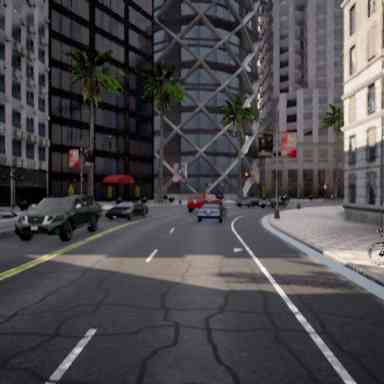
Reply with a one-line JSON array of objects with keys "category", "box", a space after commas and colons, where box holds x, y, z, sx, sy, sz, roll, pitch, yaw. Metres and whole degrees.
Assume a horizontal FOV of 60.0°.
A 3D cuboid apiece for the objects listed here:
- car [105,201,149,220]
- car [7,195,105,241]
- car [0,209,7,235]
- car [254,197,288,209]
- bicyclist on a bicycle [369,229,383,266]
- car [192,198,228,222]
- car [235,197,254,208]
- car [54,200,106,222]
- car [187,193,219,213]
[{"category": "car", "box": [-5.159, 1.460, 27.211, 2.033, 1.411, 5.357, 0, 0, 13]}, {"category": "car", "box": [-6.457, 1.167, 16.743, 2.150, 2.045, 5.566, 0, 0, 4]}, {"category": "car", "box": [-9.974, 1.549, 16.202, 1.895, 1.301, 4.718, 0, 0, 3]}, {"category": "car", "box": [10.584, 1.407, 43.217, 2.033, 1.411, 5.357, 0, 0, 41]}, {"category": "bicyclist on a bicycle", "box": [5.779, 1.270, 9.307, 1.656, 1.620, 0.582, 0, 0, 2]}, {"category": "car", "box": [1.671, 1.465, 25.528, 2.033, 1.411, 5.357, 0, 0, 11]}, {"category": "car", "box": [7.974, 1.400, 45.682, 2.033, 1.411, 5.357, 0, 0, 42]}, {"category": "car", "box": [-8.797, 1.440, 26.597, 1.812, 1.442, 4.674, 0, 0, 12]}, {"category": "car", "box": [1.412, 1.106, 35.342, 2.150, 2.045, 5.566, 0, 0, 25]}]
